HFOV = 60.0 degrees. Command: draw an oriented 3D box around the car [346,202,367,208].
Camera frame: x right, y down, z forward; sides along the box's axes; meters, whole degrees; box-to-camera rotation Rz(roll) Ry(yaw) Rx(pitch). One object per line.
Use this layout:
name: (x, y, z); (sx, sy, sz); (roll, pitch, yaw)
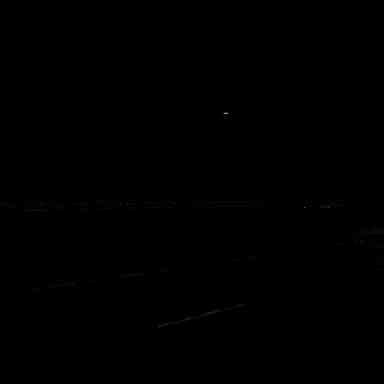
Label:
car: (21.267, 1.963, 40.619); (4.181, 1.385, 1.994); (1, 0, -35)

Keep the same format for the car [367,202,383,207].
car: (22.020, 1.877, 36.866); (4.902, 1.511, 2.128); (1, 0, -35)

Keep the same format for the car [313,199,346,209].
car: (17.956, 1.911, 42.559); (4.674, 1.442, 1.812); (1, 0, -35)

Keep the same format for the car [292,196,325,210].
car: (16.183, 1.610, 45.588); (5.566, 2.045, 2.150); (1, 0, -35)
